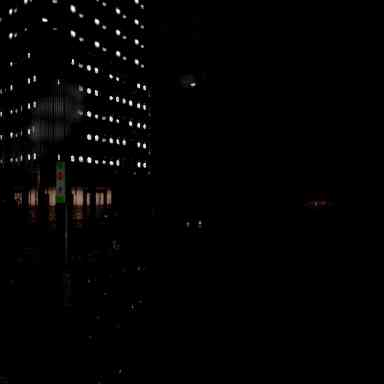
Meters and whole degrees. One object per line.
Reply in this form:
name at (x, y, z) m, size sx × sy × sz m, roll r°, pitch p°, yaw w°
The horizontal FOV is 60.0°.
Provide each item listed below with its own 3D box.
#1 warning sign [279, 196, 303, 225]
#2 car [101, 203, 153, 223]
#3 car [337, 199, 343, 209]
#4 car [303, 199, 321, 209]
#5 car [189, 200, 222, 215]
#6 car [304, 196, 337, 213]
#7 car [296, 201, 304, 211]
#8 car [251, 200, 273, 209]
warning sign at (6.825, 1.250, 22.955) m, size 1.300 × 1.860 × 1.060 m, roll 0°, pitch 0°, yaw 34°
car at (-5.316, 1.679, 27.711) m, size 1.837 × 1.490 × 4.892 m, roll 0°, pitch -1°, yaw 34°
car at (21.921, 1.816, 51.058) m, size 1.882 × 1.535 × 5.008 m, roll 0°, pitch 0°, yaw 31°
car at (19.142, 1.878, 52.744) m, size 1.812 × 1.442 × 4.674 m, roll 0°, pitch 0°, yaw 31°
car at (1.561, 1.727, 37.794) m, size 1.882 × 1.535 × 5.008 m, roll 0°, pitch 0°, yaw 34°
car at (16.412, 1.501, 42.238) m, size 2.150 × 2.045 × 5.566 m, roll 0°, pitch -1°, yaw 34°
car at (14.128, 1.899, 44.679) m, size 1.895 × 1.301 × 4.718 m, roll 0°, pitch -1°, yaw 33°
car at (10.997, 1.931, 51.918) m, size 2.033 × 1.411 × 5.357 m, roll 0°, pitch 0°, yaw 32°
